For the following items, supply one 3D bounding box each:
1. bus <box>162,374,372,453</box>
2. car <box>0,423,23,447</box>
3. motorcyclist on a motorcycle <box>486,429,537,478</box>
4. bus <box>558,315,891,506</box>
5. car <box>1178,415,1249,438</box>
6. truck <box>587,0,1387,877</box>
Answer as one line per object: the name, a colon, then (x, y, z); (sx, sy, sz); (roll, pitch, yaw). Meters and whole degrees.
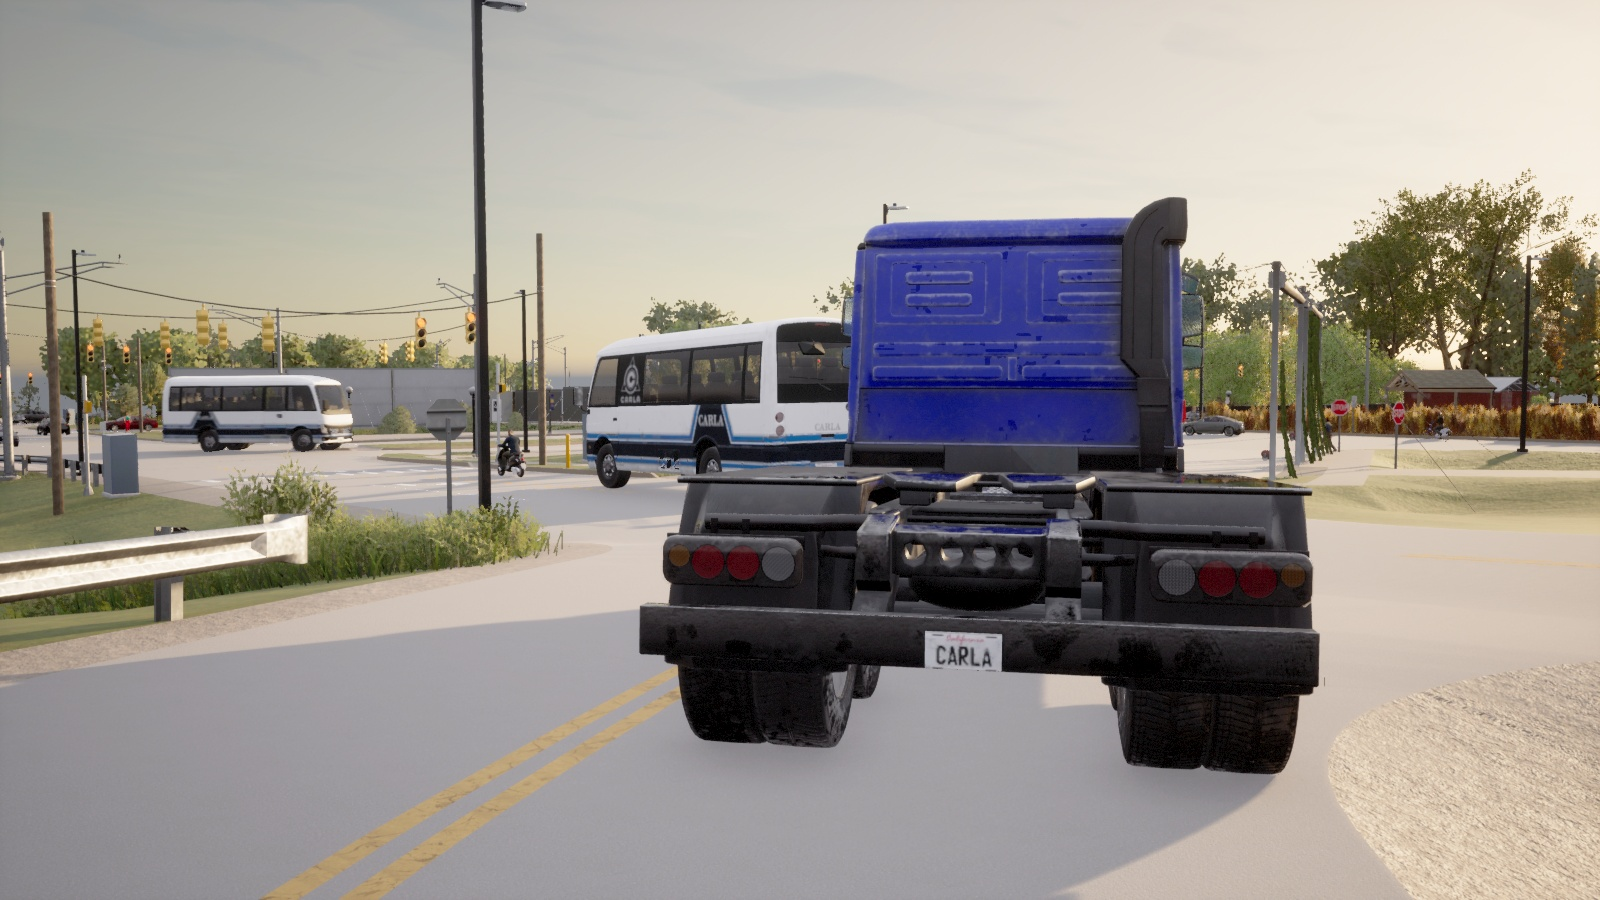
bus: (-29.813, -2.093, 70.454); (10.273, 4.253, 3.944); (0, 3, 10)
car: (-52.969, -1.007, 82.947); (2.033, 1.411, 5.357); (-3, 3, -39)
motorcyclist on a motorcycle: (-9.696, 0.094, 42.163); (0.866, 1.590, 1.817); (-3, 3, -41)
bus: (-2.404, -1.042, 33.243); (3.944, 4.253, 10.273); (-2, 2, -35)
car: (28.309, -1.622, 86.094); (4.181, 1.385, 1.994); (2, 4, 37)
truck: (1.377, -0.288, 8.546); (2.891, 3.462, 7.936); (1, 1, 11)
